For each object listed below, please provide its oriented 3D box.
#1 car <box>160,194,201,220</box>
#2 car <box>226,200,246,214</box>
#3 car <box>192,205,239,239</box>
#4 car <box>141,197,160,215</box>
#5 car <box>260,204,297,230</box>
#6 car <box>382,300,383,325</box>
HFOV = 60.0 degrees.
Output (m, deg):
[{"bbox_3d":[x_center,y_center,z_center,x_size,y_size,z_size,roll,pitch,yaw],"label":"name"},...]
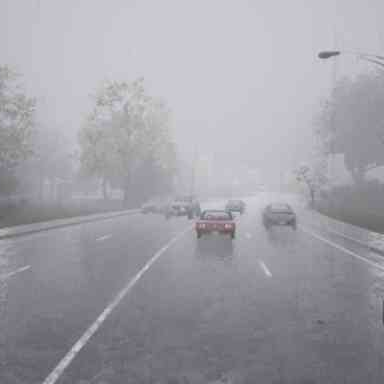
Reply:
[{"bbox_3d":[-0.678,1.196,28.003,2.150,2.045,5.566,0,0,11],"label":"car"},{"bbox_3d":[4.606,1.538,34.976,2.033,1.411,5.357,0,0,14],"label":"car"},{"bbox_3d":[1.353,1.593,17.491,1.895,1.301,4.718,0,0,7],"label":"car"},{"bbox_3d":[-3.313,1.311,32.386,2.097,1.767,4.553,0,0,12],"label":"car"},{"bbox_3d":[5.422,1.496,21.058,2.128,1.511,4.902,0,0,9],"label":"car"},{"bbox_3d":[3.748,1.513,3.071,1.837,1.490,4.892,0,0,2],"label":"car"}]
